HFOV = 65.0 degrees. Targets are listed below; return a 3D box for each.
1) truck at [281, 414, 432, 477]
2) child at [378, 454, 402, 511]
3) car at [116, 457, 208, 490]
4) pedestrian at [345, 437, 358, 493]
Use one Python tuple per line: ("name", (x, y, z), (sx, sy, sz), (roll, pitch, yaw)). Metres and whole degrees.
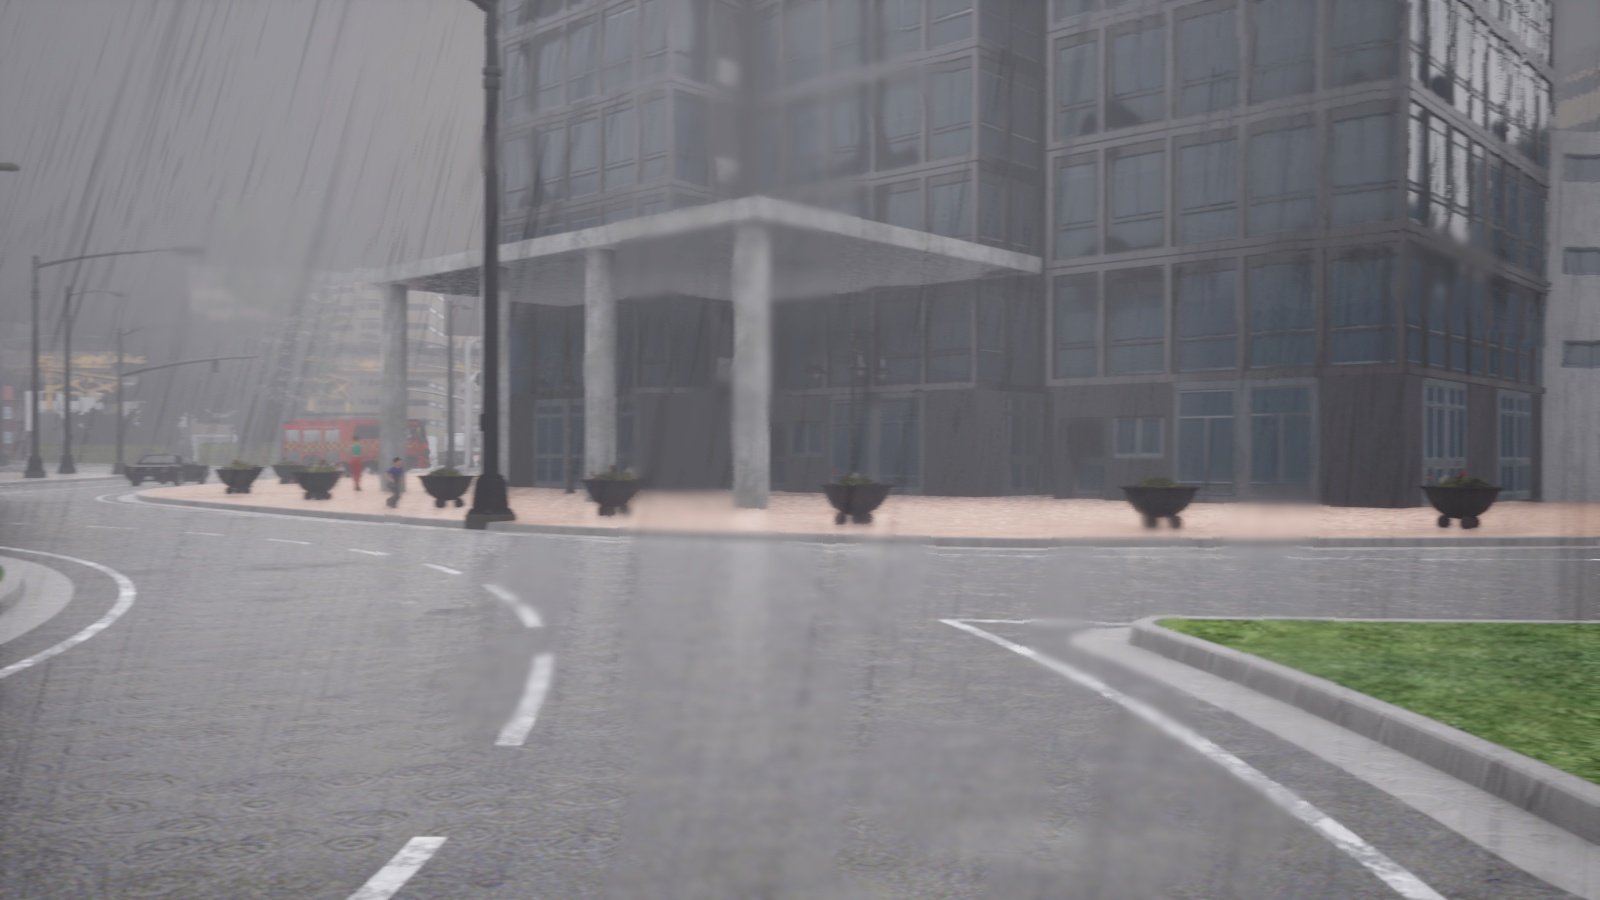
("truck", (-27.621, -0.262, 78.560), (8.468, 3.827, 2.891), (0, 0, -8))
("child", (-9.209, 0.725, 28.212), (0.437, 1.263, 0.270), (0, 0, 13))
("car", (-26.314, 0.940, 51.967), (1.895, 1.301, 4.718), (0, 0, -7))
("pedestrian", (-14.938, 0.487, 41.804), (0.345, 1.836, 0.594), (0, 0, -14))
